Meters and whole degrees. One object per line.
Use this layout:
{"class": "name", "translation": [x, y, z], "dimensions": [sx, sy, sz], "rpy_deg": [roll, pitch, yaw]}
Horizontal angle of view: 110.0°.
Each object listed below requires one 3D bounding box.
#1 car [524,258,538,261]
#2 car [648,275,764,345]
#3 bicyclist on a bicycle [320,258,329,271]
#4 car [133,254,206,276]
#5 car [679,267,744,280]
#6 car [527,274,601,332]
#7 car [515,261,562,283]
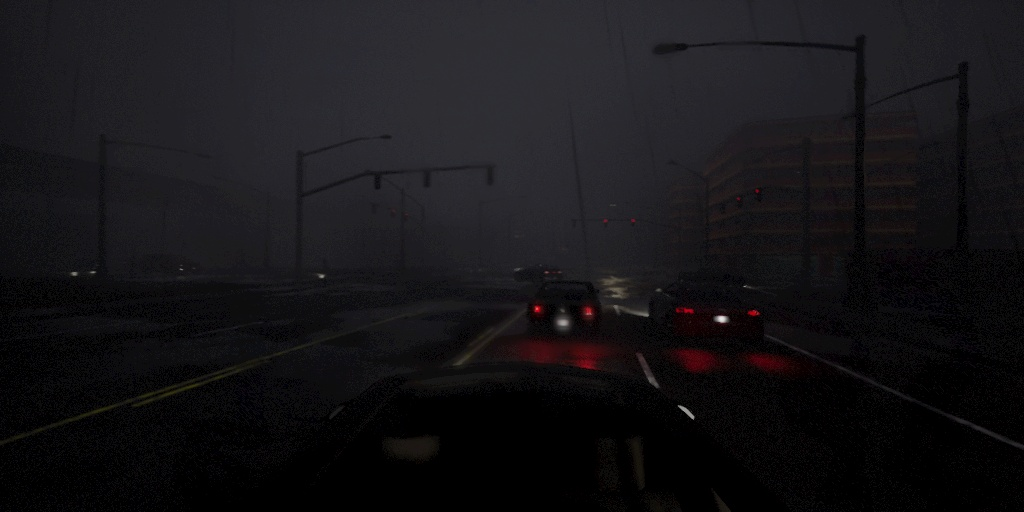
{"class": "car", "translation": [2.700, 1.309, 61.817], "dimensions": [1.895, 1.301, 4.718], "rpy_deg": [0, 1, 13]}
{"class": "car", "translation": [5.084, 1.391, 9.966], "dimensions": [1.994, 1.385, 4.181], "rpy_deg": [0, 0, 12]}
{"class": "bicyclist on a bicycle", "translation": [-23.029, 1.037, 44.058], "dimensions": [0.582, 1.620, 1.656], "rpy_deg": [0, 0, 11]}
{"class": "car", "translation": [-33.144, 0.834, 34.865], "dimensions": [5.566, 2.045, 2.150], "rpy_deg": [0, 0, 11]}
{"class": "car", "translation": [13.878, 1.478, 25.078], "dimensions": [4.674, 1.442, 1.812], "rpy_deg": [1, -1, -13]}
{"class": "car", "translation": [1.759, 1.405, 11.176], "dimensions": [1.895, 1.301, 4.718], "rpy_deg": [0, 0, 12]}
{"class": "car", "translation": [1.883, 1.340, 26.690], "dimensions": [2.128, 1.511, 4.902], "rpy_deg": [1, 0, -26]}
